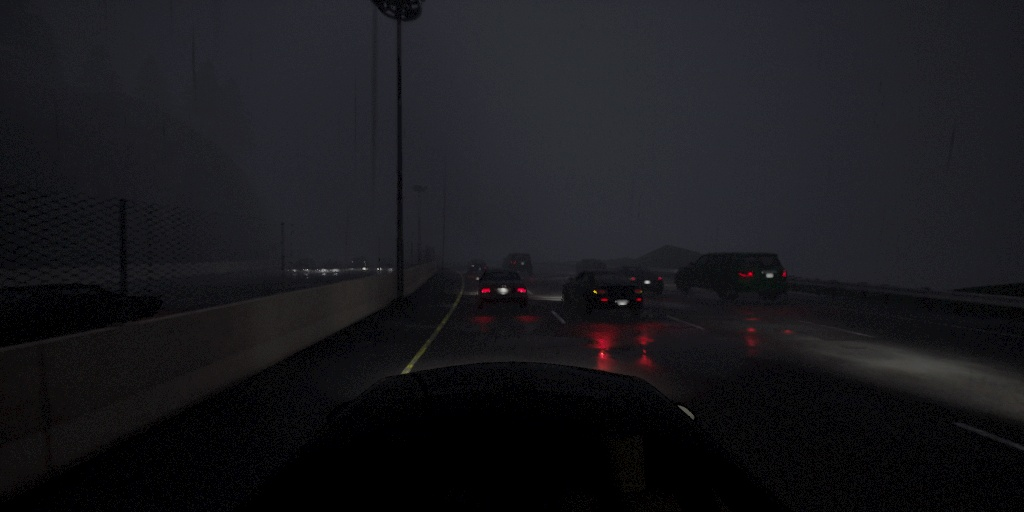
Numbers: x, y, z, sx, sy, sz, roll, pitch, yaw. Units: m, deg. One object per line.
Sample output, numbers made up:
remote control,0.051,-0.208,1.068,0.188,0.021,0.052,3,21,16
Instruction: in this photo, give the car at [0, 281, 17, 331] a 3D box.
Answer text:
car,-14.277,1.338,7.332,1.895,1.301,4.718,0,0,-2

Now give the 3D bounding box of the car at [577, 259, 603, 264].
car,7.531,1.006,34.667,1.837,1.490,4.892,0,0,-10

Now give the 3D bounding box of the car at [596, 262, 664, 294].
car,6.147,1.181,18.774,1.994,1.385,4.181,0,0,-5

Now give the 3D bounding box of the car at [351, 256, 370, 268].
car,-21.637,0.832,51.247,2.097,1.767,4.553,0,0,-17

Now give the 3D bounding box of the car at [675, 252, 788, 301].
car,9.875,0.845,16.706,2.150,2.045,5.566,0,0,-5

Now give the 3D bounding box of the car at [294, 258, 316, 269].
car,-28.315,1.009,49.149,1.837,1.490,4.892,0,0,-17

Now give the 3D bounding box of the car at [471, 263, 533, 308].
car,-0.464,1.207,14.608,2.033,1.411,5.357,0,0,-4

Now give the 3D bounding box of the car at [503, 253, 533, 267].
car,0.472,0.738,34.503,2.150,2.045,5.566,0,0,-10

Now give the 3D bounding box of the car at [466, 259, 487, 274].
car,-3.518,1.034,36.599,1.812,1.442,4.674,0,0,-11

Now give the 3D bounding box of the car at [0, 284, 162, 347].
car,-10.796,1.328,7.894,1.895,1.301,4.718,0,0,-3

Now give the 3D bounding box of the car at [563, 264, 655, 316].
car,3.117,1.190,12.892,1.812,1.442,4.674,0,0,-4

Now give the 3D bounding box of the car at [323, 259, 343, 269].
car,-24.962,1.121,50.156,1.895,1.301,4.718,0,0,-17

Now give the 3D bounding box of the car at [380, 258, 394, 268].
car,-18.285,0.972,52.254,1.812,1.442,4.674,0,0,-17
